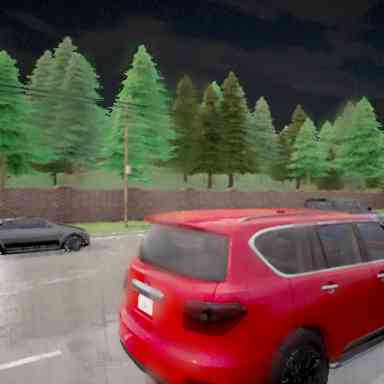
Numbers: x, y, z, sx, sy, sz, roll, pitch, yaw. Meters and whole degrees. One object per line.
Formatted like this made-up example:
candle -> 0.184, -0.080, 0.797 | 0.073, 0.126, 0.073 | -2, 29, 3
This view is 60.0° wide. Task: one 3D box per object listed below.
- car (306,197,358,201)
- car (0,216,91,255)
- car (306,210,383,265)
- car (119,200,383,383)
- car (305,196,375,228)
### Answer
car -> 8.225, 1.339, 18.207 | 5.566, 2.045, 2.150 | 0, 0, -35
car -> -5.983, 1.581, 12.375 | 4.181, 1.385, 1.994 | 0, 0, -35
car -> 6.746, 1.564, 12.854 | 5.008, 1.535, 1.882 | 0, 0, -35
car -> 1.707, 1.252, 4.963 | 5.566, 2.045, 2.150 | 0, 0, -35
car -> 10.982, 1.379, 24.471 | 5.566, 2.045, 2.150 | 0, 0, -35
